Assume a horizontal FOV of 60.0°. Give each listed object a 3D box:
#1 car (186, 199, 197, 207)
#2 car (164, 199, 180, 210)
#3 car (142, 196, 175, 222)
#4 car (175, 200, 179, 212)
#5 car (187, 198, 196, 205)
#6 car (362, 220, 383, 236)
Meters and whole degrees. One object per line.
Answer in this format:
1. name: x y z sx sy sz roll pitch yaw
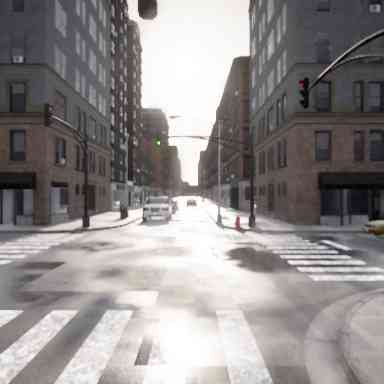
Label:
1. car: -0.029 1.904 59.284 2.033 1.411 5.357 0 0 0
2. car: -2.946 1.849 49.343 2.033 1.411 5.357 0 0 0
3. car: -2.909 1.402 28.799 2.150 2.045 5.566 0 0 0
4. car: -2.925 1.594 39.062 2.097 1.767 4.553 0 0 0
5. car: -0.044 2.014 69.659 1.895 1.301 4.718 0 0 0
6. car: 11.597 1.667 17.510 4.829 1.417 1.752 0 -1 0
